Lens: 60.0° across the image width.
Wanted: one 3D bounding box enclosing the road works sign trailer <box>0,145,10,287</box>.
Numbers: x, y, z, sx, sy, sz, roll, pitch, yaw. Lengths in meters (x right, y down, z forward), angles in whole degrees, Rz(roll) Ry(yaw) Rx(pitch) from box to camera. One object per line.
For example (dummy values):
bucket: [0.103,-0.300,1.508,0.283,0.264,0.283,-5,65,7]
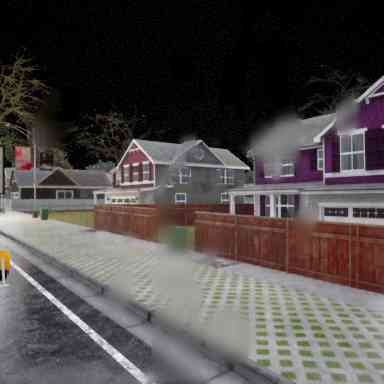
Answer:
road works sign trailer: [-6.106,0.470,8.408,2.380,3.560,2.880,0,0,-38]
